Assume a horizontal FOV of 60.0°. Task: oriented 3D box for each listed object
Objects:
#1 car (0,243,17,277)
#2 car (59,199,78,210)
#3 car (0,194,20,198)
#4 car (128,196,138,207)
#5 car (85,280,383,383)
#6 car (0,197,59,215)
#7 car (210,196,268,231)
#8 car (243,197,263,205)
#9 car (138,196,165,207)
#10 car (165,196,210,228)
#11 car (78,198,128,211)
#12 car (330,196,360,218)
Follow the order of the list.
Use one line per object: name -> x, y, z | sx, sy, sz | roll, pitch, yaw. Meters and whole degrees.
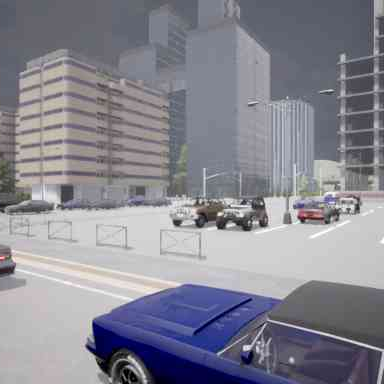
car -> -6.724, 1.547, 8.707 | 5.357, 1.411, 2.033 | 0, 0, 35
car -> -14.549, 1.547, 42.539 | 2.033, 1.411, 5.357 | 0, 0, 34
car -> -20.259, 1.222, 34.031 | 2.150, 2.045, 5.566 | 0, 0, 34
car -> -8.870, 1.352, 50.934 | 2.097, 1.767, 4.553 | 0, 0, 35
car -> 1.120, 1.601, 3.191 | 4.718, 1.301, 1.895 | 0, 0, 35
car -> -16.312, 1.526, 33.593 | 1.812, 1.442, 4.674 | 0, 0, 34
car -> 3.012, 1.156, 19.279 | 1.905, 1.878, 3.866 | 0, 0, 34
car -> 11.358, 1.601, 61.948 | 1.895, 1.301, 4.718 | 0, 0, 35
car -> -5.187, 1.547, 50.179 | 2.033, 1.411, 5.357 | 0, 0, 34
car -> 0.645, 1.153, 20.945 | 1.932, 1.855, 4.605 | 0, 0, 34
car -> -10.981, 1.547, 41.564 | 2.033, 1.411, 5.357 | 0, 0, 34
car -> 15.038, 1.395, 32.232 | 1.970, 1.475, 3.806 | 0, 0, 34
